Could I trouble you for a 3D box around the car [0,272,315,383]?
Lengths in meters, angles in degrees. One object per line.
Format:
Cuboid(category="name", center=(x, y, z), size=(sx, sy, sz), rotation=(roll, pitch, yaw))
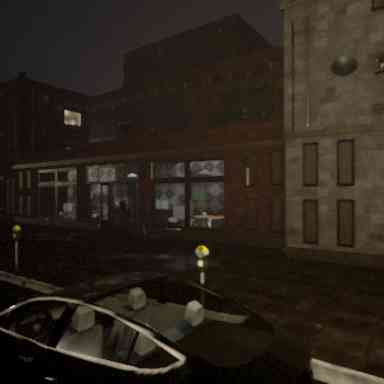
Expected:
Cuboid(category="car", center=(-0.935, 1.568, 3.542), size=(4.313, 1.339, 1.947), rotation=(0, 0, 35))
